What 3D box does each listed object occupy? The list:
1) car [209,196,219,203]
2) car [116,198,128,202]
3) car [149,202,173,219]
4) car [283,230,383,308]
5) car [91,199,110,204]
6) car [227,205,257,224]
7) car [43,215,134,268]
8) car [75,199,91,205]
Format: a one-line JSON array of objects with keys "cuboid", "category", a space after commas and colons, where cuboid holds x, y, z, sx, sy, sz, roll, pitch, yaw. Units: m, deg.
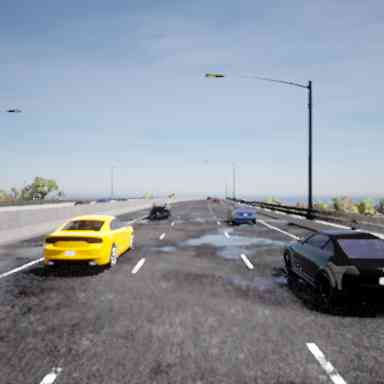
[{"cuboid": [6.410, 2.316, 91.662, 1.994, 1.385, 4.181, 0, -1, 3], "category": "car"}, {"cuboid": [-12.680, 1.914, 60.268, 1.837, 1.490, 4.892, 0, 0, 3], "category": "car"}, {"cuboid": [-2.943, 1.695, 31.834, 2.128, 1.511, 4.902, 0, 0, 1], "category": "car"}, {"cuboid": [3.659, 1.625, 8.148, 1.994, 1.385, 4.181, 0, 0, 1], "category": "car"}, {"cuboid": [-16.175, 1.929, 60.364, 1.812, 1.442, 4.674, 0, 0, 3], "category": "car"}, {"cuboid": [3.942, 1.731, 26.693, 2.033, 1.411, 5.357, 0, 0, 1], "category": "car"}, {"cuboid": [-3.301, 1.543, 11.552, 1.882, 1.535, 5.008, 0, 0, 1], "category": "car"}, {"cuboid": [-19.674, 1.958, 60.440, 1.994, 1.385, 4.181, 0, 0, 3], "category": "car"}]
